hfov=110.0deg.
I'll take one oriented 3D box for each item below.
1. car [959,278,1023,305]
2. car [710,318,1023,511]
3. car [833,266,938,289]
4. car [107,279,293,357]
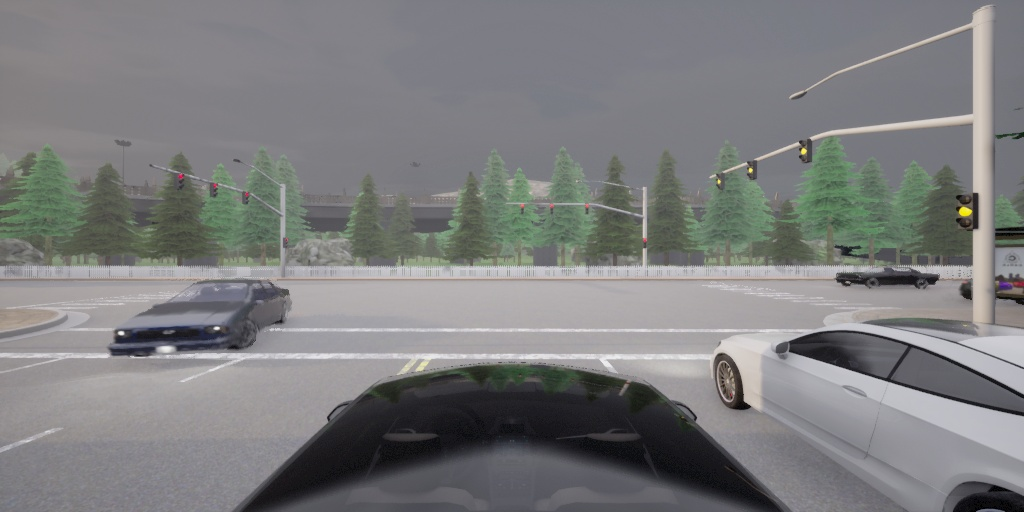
[{"bbox_3d":[21.526,1.258,14.870,4.181,1.385,1.994,0,0,0],"label":"car"},{"bbox_3d":[3.656,1.276,3.149,1.812,1.442,4.674,0,0,2],"label":"car"},{"bbox_3d":[22.861,1.295,22.055,4.718,1.301,1.895,0,0,0],"label":"car"},{"bbox_3d":[-7.072,1.293,8.990,2.033,1.411,5.357,0,0,-18],"label":"car"}]
